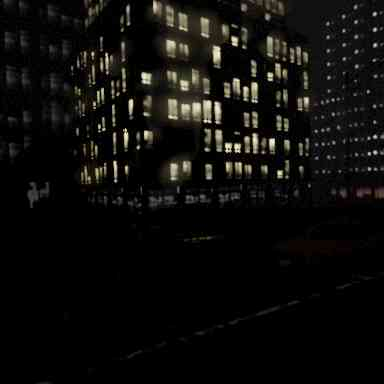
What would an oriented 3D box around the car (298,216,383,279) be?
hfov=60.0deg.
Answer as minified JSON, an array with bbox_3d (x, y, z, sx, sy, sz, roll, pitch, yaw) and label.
[{"bbox_3d":[4.242,1.401,9.604,4.829,1.417,1.752,-1,-1,-35],"label":"car"}]

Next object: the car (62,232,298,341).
[{"bbox_3d":[-0.197,1.518,6.436,4.313,1.339,1.947,-1,-1,-35],"label":"car"}]
